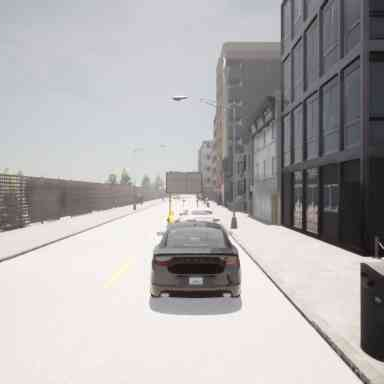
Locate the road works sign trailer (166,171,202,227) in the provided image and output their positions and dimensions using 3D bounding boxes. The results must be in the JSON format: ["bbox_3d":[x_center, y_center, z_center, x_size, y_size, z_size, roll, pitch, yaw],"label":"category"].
[{"bbox_3d":[-0.558,0.464,21.416,2.380,3.560,2.880,0,0,-16],"label":"road works sign trailer"}]

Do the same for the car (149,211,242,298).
[{"bbox_3d":[0.073,1.478,8.560,1.882,1.535,5.008,0,0,0],"label":"car"}]

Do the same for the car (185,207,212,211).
[{"bbox_3d":[0.326,1.541,17.915,1.812,1.442,4.674,0,-1,-7],"label":"car"}]
